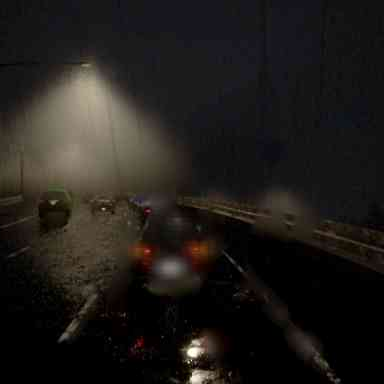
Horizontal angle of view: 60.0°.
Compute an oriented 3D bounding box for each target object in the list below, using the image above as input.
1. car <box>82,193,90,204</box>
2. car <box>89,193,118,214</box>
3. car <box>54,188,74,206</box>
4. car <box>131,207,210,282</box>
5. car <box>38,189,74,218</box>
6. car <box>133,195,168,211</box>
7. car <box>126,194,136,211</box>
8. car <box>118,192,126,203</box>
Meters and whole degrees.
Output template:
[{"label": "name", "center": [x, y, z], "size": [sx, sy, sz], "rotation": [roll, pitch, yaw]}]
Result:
[{"label": "car", "center": [-13.678, 0.873, 44.888], "size": [1.994, 1.385, 4.181], "rotation": [-1, 1, -24]}, {"label": "car", "center": [-7.701, 1.060, 28.734], "size": [1.837, 1.490, 4.892], "rotation": [0, 1, -17]}, {"label": "car", "center": [-16.151, 0.588, 41.882], "size": [2.150, 2.045, 5.566], "rotation": [0, 1, -24]}, {"label": "car", "center": [-0.624, 1.376, 9.195], "size": [1.812, 1.442, 4.674], "rotation": [0, 1, -5]}, {"label": "car", "center": [-10.569, 0.828, 26.068], "size": [2.150, 2.045, 5.566], "rotation": [0, 1, -17]}, {"label": "car", "center": [-2.734, 1.175, 23.269], "size": [2.033, 1.411, 5.357], "rotation": [0, 1, -13]}, {"label": "car", "center": [-4.937, 1.022, 31.732], "size": [1.812, 1.442, 4.674], "rotation": [0, 1, -16]}, {"label": "car", "center": [-9.648, 0.811, 44.440], "size": [1.837, 1.490, 4.892], "rotation": [0, 2, -24]}]
